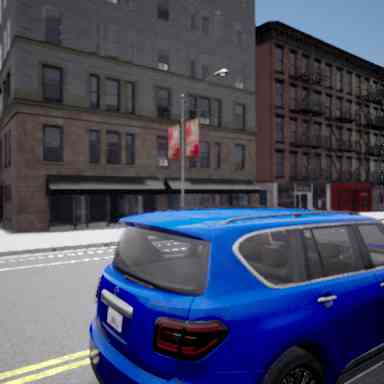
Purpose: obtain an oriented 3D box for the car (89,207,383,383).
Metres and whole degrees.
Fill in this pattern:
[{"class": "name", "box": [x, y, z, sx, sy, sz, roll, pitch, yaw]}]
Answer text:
[{"class": "car", "box": [1.496, 1.229, 4.509, 5.566, 2.045, 2.150, 0, 0, -36]}]
